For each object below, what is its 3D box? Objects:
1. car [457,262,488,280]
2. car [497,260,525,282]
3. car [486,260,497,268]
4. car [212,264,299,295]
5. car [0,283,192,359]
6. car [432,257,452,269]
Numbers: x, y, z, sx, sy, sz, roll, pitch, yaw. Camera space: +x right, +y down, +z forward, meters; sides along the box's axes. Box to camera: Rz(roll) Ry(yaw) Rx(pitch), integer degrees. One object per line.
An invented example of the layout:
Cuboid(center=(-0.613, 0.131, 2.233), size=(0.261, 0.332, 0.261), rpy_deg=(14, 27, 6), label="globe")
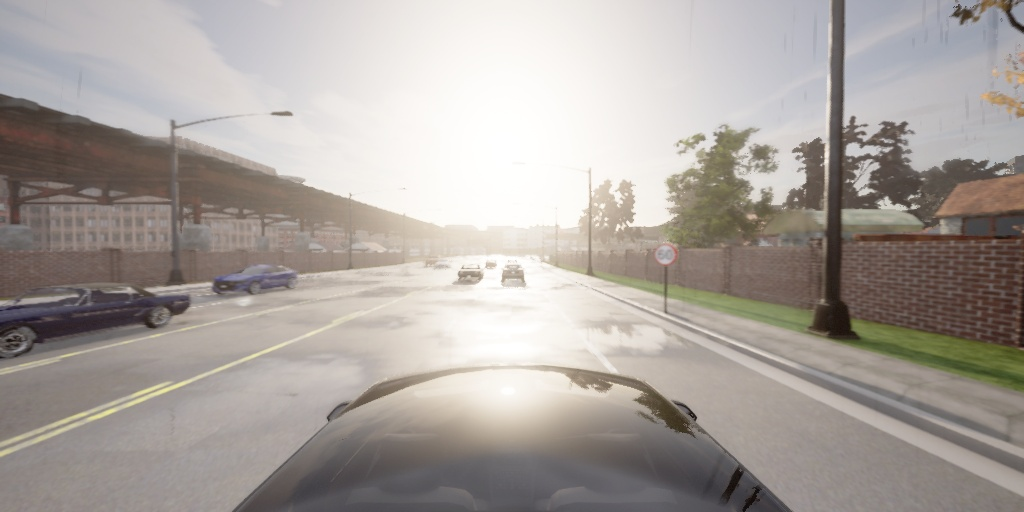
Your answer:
Cuboid(center=(-3.412, 1.346, 30.649), size=(1.895, 1.301, 4.718), rpy_deg=(0, 0, 0), label="car")
Cuboid(center=(0.089, 1.293, 29.387), size=(2.033, 1.411, 5.357), rpy_deg=(0, 0, 0), label="car")
Cuboid(center=(-3.422, 1.265, 59.826), size=(1.895, 1.301, 4.718), rpy_deg=(0, 1, 0), label="car")
Cuboid(center=(-14.096, 1.225, 20.036), size=(1.882, 1.535, 5.008), rpy_deg=(0, 0, 0), label="car")
Cuboid(center=(-10.589, 1.350, 8.537), size=(1.895, 1.301, 4.718), rpy_deg=(0, 0, 0), label="car")
Cuboid(center=(-10.525, 1.233, 55.047), size=(1.812, 1.442, 4.674), rpy_deg=(0, 0, 0), label="car")
